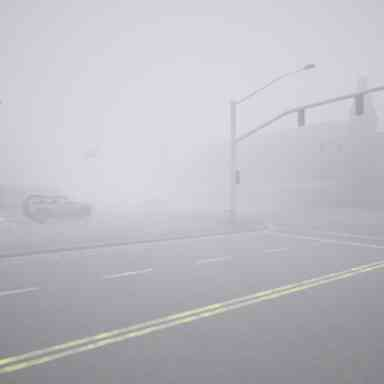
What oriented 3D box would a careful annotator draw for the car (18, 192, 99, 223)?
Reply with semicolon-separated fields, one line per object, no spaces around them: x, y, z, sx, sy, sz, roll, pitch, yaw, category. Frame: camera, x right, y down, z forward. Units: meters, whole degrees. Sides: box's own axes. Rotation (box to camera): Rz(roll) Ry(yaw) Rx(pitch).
-9.220;1.122;23.149;4.605;1.855;1.932;0;0;-35;car

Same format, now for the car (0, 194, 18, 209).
-22.223;1.123;41.534;3.866;1.878;1.905;0;0;-35;car

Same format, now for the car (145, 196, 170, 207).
-5.096;1.352;48.745;1.882;1.535;5.008;0;0;-34;car

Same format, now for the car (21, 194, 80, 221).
-10.849;1.124;25.542;3.866;1.878;1.905;0;0;-35;car

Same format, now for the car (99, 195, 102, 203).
-18.826;1.109;63.092;2.150;2.045;5.566;0;0;-34;car

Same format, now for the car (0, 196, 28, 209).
-23.886;1.362;43.903;3.806;1.475;1.970;0;0;-35;car

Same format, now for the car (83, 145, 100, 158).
-15.655;-6.231;52.236;1.994;1.385;4.181;-16;19;-2;car
